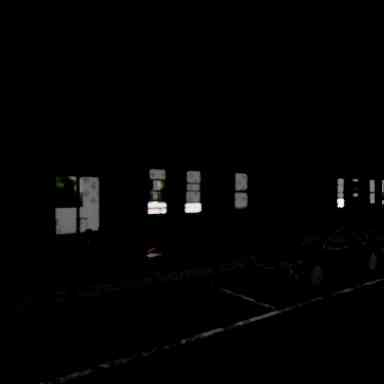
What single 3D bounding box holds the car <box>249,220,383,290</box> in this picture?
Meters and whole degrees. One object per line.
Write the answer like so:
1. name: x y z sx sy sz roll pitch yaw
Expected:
1. car: 3.463 1.563 9.034 4.403 1.369 2.008 0 0 -36
